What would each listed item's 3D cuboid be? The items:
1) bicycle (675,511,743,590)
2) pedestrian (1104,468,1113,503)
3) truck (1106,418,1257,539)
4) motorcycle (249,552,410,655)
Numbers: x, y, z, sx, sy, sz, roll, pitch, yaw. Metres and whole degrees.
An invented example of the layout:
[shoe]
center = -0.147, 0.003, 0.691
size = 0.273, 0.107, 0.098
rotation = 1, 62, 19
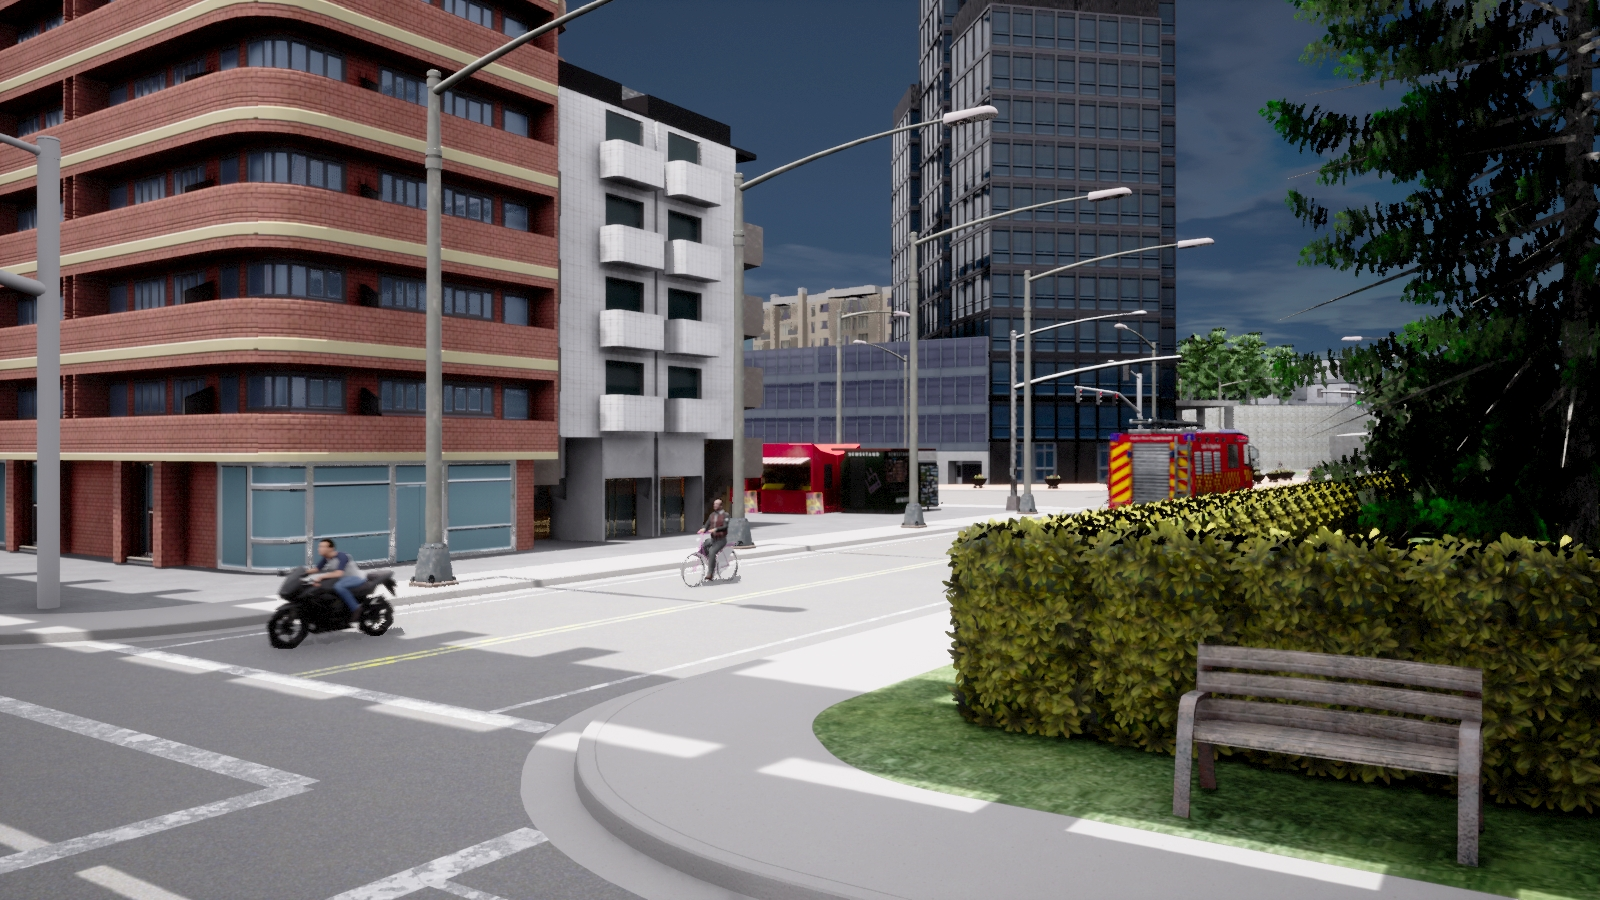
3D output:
[bicycle]
center = -1.864, 2.048, 23.647
size = 0.329, 1.496, 1.835
rotation = 0, 0, 34
[pedestrian]
center = 16.387, 1.894, 60.625
size = 0.375, 1.860, 0.375
rotation = 0, 0, 33
[truck]
center = 13.695, 0.891, 40.518
size = 2.891, 3.827, 8.468
rotation = 0, 0, 34
[motorcycle]
center = -6.772, 2.174, 16.538
size = 0.803, 1.224, 2.033
rotation = -1, 0, 36
